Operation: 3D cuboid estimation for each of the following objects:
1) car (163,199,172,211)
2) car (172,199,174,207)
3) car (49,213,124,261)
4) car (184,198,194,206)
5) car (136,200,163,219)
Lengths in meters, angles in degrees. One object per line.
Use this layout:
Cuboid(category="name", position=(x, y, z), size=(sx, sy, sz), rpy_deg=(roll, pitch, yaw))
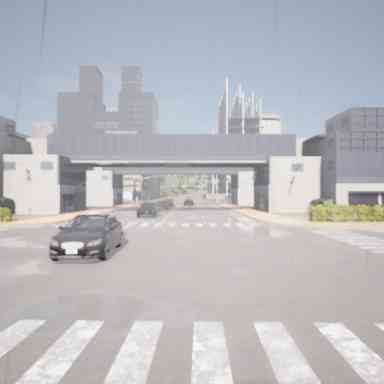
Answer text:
Cuboid(category="car", position=(-4.305, 1.907, 47.710), size=(1.812, 1.442, 4.674), rpy_deg=(0, -1, 0))
Cuboid(category="car", position=(-4.295, 1.983, 60.617), size=(1.837, 1.490, 4.892), rpy_deg=(0, 0, 1))
Cuboid(category="car", position=(-3.835, 1.606, 12.790), size=(2.128, 1.511, 4.902), rpy_deg=(0, 0, -2))
Cuboid(category="car", position=(-0.647, 1.999, 66.091), size=(1.882, 1.535, 5.008), rpy_deg=(0, 0, 0))
Cuboid(category="car", position=(-4.300, 1.774, 32.988), size=(1.837, 1.490, 4.892), rpy_deg=(0, 0, 0))
